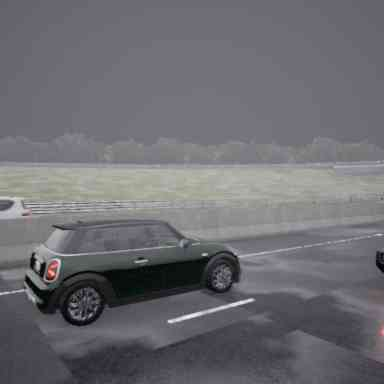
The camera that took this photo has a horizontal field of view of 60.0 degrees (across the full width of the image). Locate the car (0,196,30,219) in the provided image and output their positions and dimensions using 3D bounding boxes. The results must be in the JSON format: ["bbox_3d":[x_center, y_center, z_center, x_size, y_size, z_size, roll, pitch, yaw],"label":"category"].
[{"bbox_3d":[-9.860,1.222,14.154,5.566,2.045,2.150,0,0,-36],"label":"car"}]

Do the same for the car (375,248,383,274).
[{"bbox_3d":[6.804,1.589,8.606,4.718,1.301,1.895,0,0,-36],"label":"car"}]

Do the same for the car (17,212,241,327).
[{"bbox_3d":[-1.072,1.349,7.284,4.553,1.767,2.097,0,0,-35],"label":"car"}]
